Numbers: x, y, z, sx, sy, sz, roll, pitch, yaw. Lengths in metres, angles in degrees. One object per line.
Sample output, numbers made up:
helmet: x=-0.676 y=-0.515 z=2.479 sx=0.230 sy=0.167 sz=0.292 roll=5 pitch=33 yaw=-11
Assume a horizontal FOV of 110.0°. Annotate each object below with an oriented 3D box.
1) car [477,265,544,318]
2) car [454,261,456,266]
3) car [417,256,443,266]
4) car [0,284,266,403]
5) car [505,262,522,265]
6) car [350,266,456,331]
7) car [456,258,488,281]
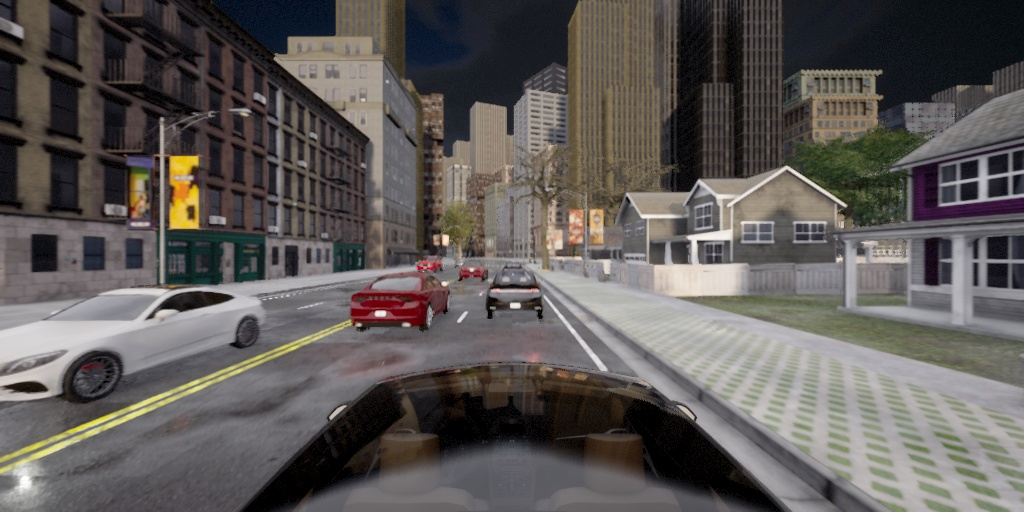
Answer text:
car: x=0.097 y=1.249 z=12.989 sx=2.128 sy=1.511 sz=4.902 roll=0 pitch=0 yaw=0
car: x=-6.503 y=0.996 z=47.973 sx=2.128 sy=1.511 sz=4.902 roll=0 pitch=0 yaw=0
car: x=-9.797 y=0.981 z=43.244 sx=2.150 sy=2.045 sz=5.566 roll=0 pitch=0 yaw=1
car: x=-6.599 y=1.280 z=6.478 sx=1.812 sy=1.442 sz=4.674 roll=0 pitch=0 yaw=0
car: x=0.099 y=1.256 z=30.605 sx=2.128 sy=1.511 sz=4.902 roll=0 pitch=0 yaw=0
car: x=-3.150 y=1.234 z=11.070 sx=1.882 sy=1.535 sz=5.008 roll=0 pitch=0 yaw=0
car: x=-3.154 y=1.117 z=30.305 sx=2.097 sy=1.767 sz=4.553 roll=0 pitch=0 yaw=0
